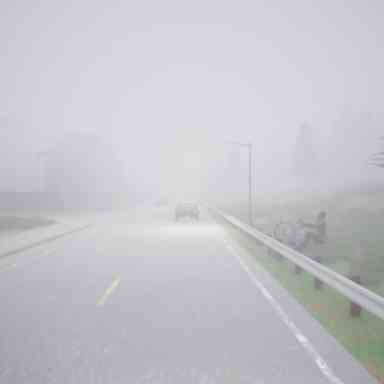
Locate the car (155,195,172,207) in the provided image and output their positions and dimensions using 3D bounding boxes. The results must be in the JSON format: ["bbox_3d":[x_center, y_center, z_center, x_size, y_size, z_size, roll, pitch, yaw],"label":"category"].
[{"bbox_3d":[-4.538,1.437,50.452,1.882,1.535,5.008,0,0,-1],"label":"car"}]

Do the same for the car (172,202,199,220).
[{"bbox_3d":[-0.414,1.570,27.361,1.895,1.301,4.718,0,0,-1],"label":"car"}]

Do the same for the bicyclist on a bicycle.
[{"bbox_3d":[3.392,1.262,9.737,1.620,1.656,0.582,-46,-24,18],"label":"bicyclist on a bicycle"}]
